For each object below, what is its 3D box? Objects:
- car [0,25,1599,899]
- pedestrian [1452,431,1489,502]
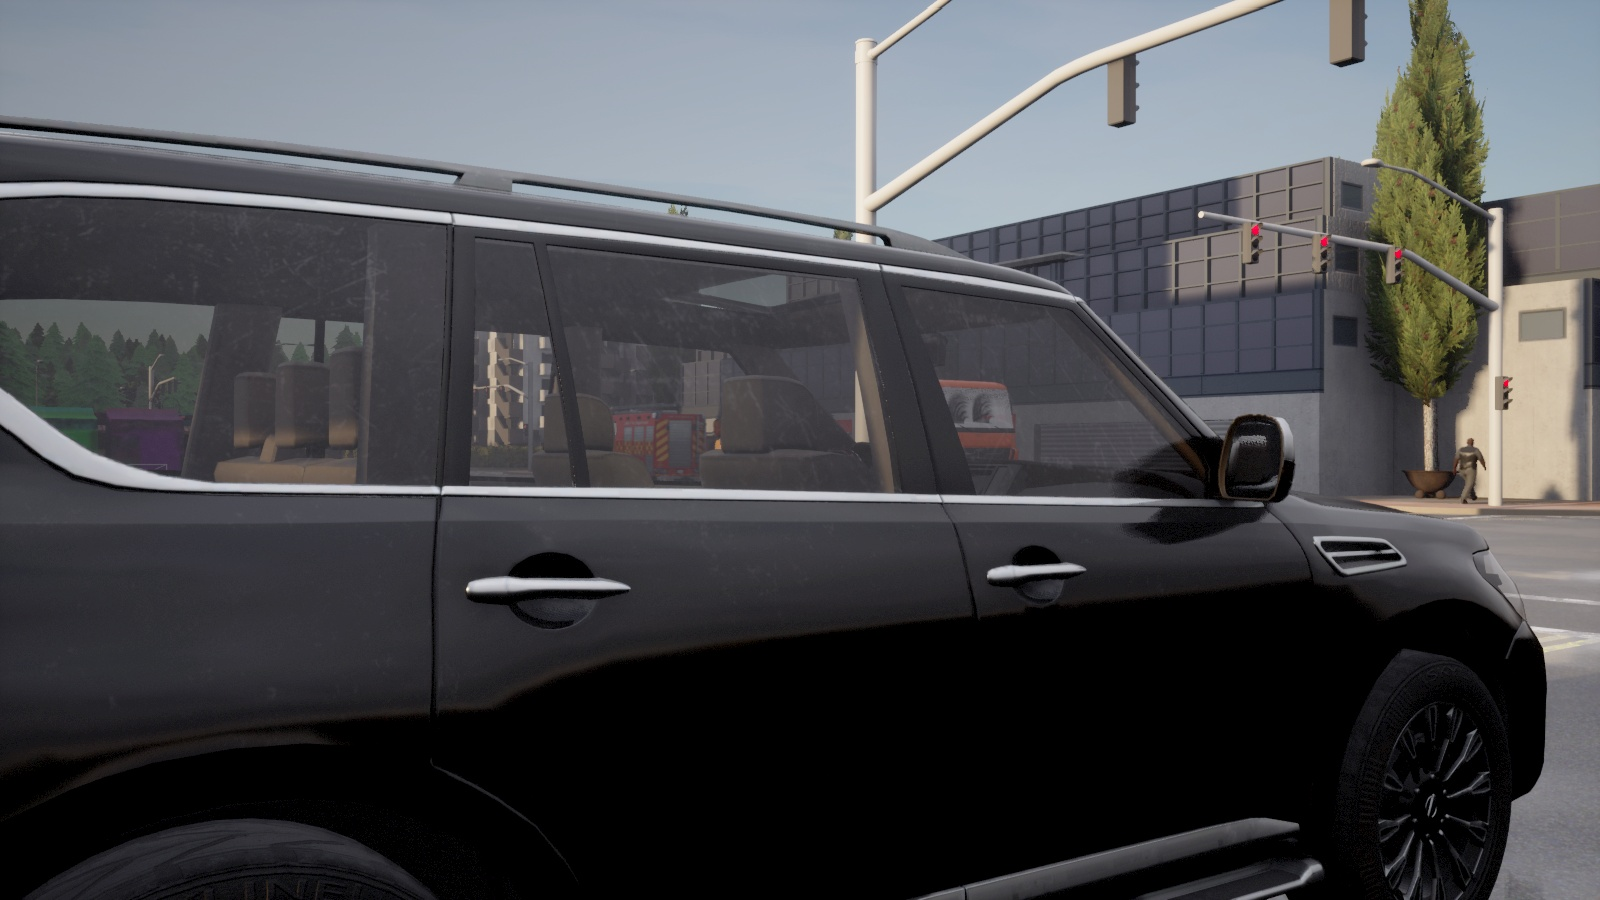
[{"bbox_3d":[-0.184,0.473,3.531,5.566,2.045,2.150,0,0,-35],"label":"car"},{"bbox_3d":[18.028,0.447,33.762,0.849,1.883,0.563,0,0,-36],"label":"pedestrian"}]
